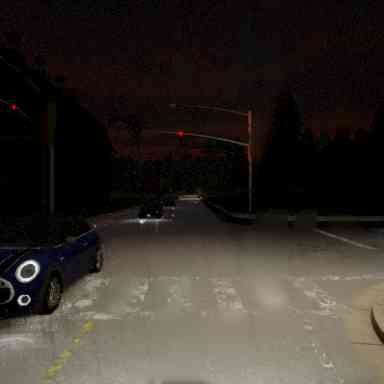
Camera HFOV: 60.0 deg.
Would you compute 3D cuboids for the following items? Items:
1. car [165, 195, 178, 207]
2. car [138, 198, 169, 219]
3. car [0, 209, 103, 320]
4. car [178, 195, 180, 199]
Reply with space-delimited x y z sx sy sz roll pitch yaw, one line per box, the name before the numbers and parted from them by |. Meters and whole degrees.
car | -3.495 1.505 50.089 1.837 1.490 4.892 0 0 0
car | -3.542 1.546 29.874 2.033 1.411 5.357 0 0 0
car | -3.583 1.341 7.554 2.097 1.767 4.553 0 0 0
car | -3.372 1.139 65.666 1.812 1.442 4.674 0 0 0
